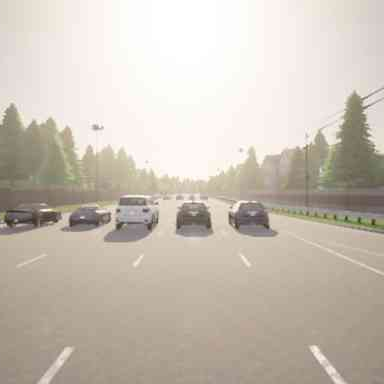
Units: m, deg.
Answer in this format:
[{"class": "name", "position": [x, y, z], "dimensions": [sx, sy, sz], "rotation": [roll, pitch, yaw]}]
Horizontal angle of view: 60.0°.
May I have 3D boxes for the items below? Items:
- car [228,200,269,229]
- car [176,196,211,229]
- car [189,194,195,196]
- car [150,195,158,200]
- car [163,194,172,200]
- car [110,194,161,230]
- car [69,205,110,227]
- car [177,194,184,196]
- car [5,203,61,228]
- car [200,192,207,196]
[{"class": "car", "position": [3.599, 1.349, 21.880], "dimensions": [2.097, 1.767, 4.553], "rotation": [0, 0, 0]}, {"class": "car", "position": [0.098, 1.349, 21.881], "dimensions": [2.097, 1.767, 4.553], "rotation": [0, 0, 0]}, {"class": "car", "position": [-0.007, 1.521, 91.389], "dimensions": [2.033, 1.411, 5.357], "rotation": [0, 0, 0]}, {"class": "car", "position": [-10.507, 1.505, 91.804], "dimensions": [1.812, 1.442, 4.674], "rotation": [0, 0, 0]}, {"class": "car", "position": [-7.007, 1.520, 91.388], "dimensions": [2.033, 1.411, 5.357], "rotation": [0, 0, 0]}, {"class": "car", "position": [-3.401, 1.219, 21.390], "dimensions": [2.150, 2.045, 5.566], "rotation": [0, 0, 0]}, {"class": "car", "position": [-6.902, 1.561, 22.956], "dimensions": [1.994, 1.385, 4.181], "rotation": [0, 0, 0]}, {"class": "car", "position": [-3.507, 1.481, 91.388], "dimensions": [1.837, 1.490, 4.892], "rotation": [0, 0, 0]}, {"class": "car", "position": [-10.402, 1.489, 22.130], "dimensions": [2.128, 1.511, 4.902], "rotation": [0, 0, 0]}, {"class": "car", "position": [3.493, 1.481, 91.389], "dimensions": [1.837, 1.490, 4.892], "rotation": [0, 0, 0]}]
